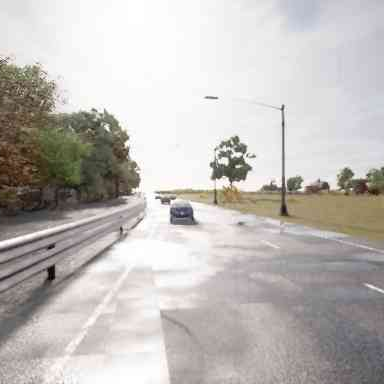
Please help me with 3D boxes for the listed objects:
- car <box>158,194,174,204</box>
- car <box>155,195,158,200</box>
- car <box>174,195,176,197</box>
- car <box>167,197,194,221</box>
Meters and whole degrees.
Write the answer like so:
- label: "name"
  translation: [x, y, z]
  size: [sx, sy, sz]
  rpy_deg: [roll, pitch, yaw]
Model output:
- label: "car"
  translation: [-4.888, 1.450, 61.481]
  size: [1.837, 1.490, 4.892]
  rpy_deg: [0, 0, -8]
- label: "car"
  translation: [-9.361, 1.440, 92.969]
  size: [1.994, 1.385, 4.181]
  rpy_deg: [0, 0, -8]
- label: "car"
  translation: [-5.151, 1.402, 88.089]
  size: [2.128, 1.511, 4.902]
  rpy_deg: [0, 0, -8]
- label: "car"
  translation: [-0.926, 1.469, 27.673]
  size: [1.882, 1.535, 5.008]
  rpy_deg: [0, 0, -4]
